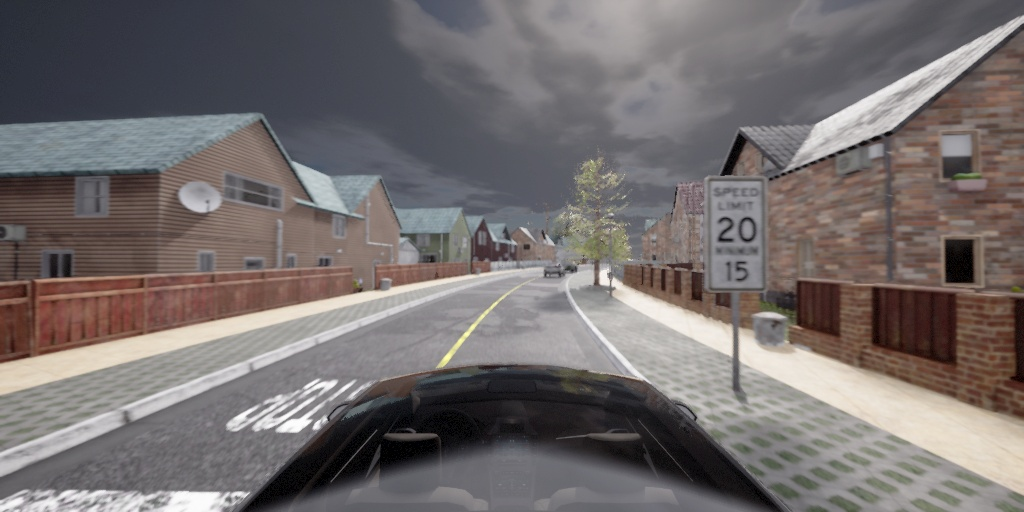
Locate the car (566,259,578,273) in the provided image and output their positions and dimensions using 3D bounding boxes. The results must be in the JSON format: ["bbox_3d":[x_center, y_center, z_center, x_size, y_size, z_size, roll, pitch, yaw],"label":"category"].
[{"bbox_3d":[7.783,1.347,49.361,2.097,1.767,4.553,0,0,19],"label":"car"}]

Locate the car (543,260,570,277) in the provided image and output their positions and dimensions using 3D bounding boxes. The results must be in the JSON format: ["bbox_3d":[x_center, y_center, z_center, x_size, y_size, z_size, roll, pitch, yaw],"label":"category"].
[{"bbox_3d":[4.596,1.439,38.474,2.128,1.511,4.902,0,0,15],"label":"car"}]
